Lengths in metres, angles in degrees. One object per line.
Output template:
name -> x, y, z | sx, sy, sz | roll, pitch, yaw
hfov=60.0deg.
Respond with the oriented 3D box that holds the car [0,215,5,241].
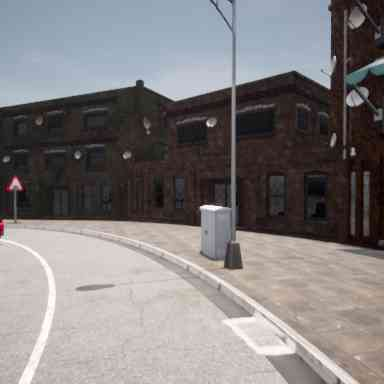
car -> -10.050, 1.145, 13.933 | 5.566, 2.045, 2.150 | -1, -1, 37
